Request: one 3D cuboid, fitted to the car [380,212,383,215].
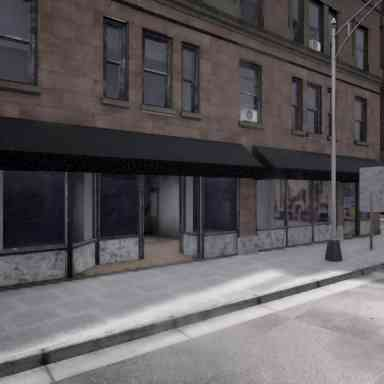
[{"bbox_3d":[15.884,1.146,28.139,2.097,1.767,4.553,0,1,-36],"label":"car"}]
